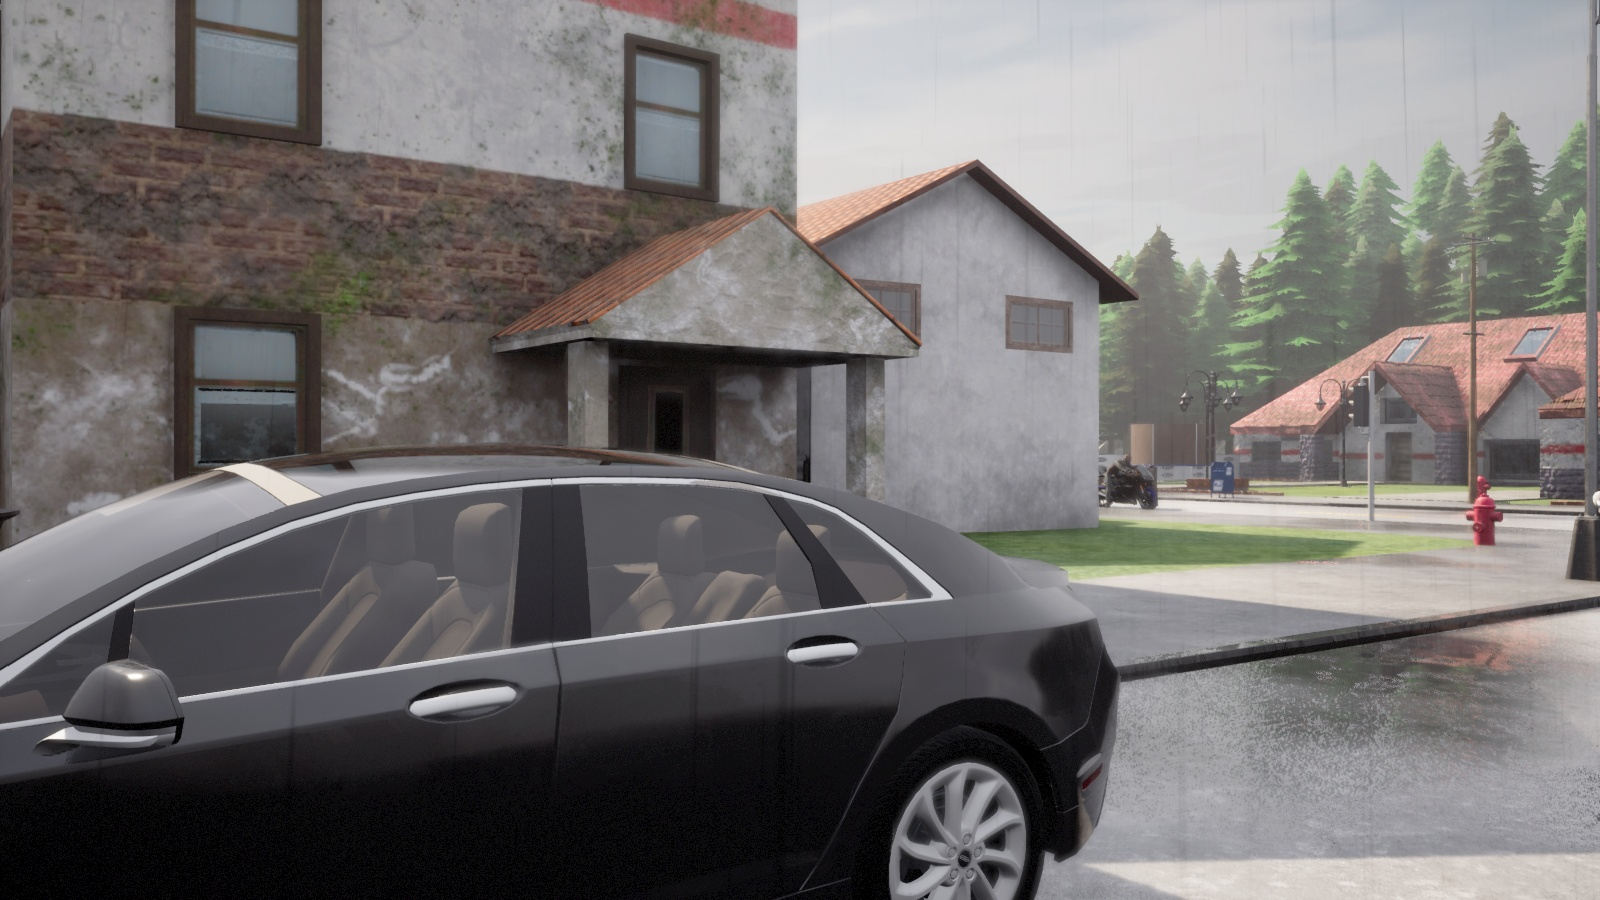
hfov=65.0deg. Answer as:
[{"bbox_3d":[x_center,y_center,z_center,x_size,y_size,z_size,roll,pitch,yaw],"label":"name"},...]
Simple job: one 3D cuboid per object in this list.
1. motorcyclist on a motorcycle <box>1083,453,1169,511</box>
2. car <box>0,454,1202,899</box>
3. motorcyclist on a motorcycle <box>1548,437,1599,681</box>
[{"bbox_3d":[8.855,0.845,34.198,0.866,1.530,2.191,0,0,-36],"label":"motorcyclist on a motorcycle"},{"bbox_3d":[-1.195,0.761,3.443,4.892,1.490,1.837,0,0,-36],"label":"car"},{"bbox_3d":[6.018,0.707,8.615,1.817,1.590,0.866,0,0,-36],"label":"motorcyclist on a motorcycle"}]
